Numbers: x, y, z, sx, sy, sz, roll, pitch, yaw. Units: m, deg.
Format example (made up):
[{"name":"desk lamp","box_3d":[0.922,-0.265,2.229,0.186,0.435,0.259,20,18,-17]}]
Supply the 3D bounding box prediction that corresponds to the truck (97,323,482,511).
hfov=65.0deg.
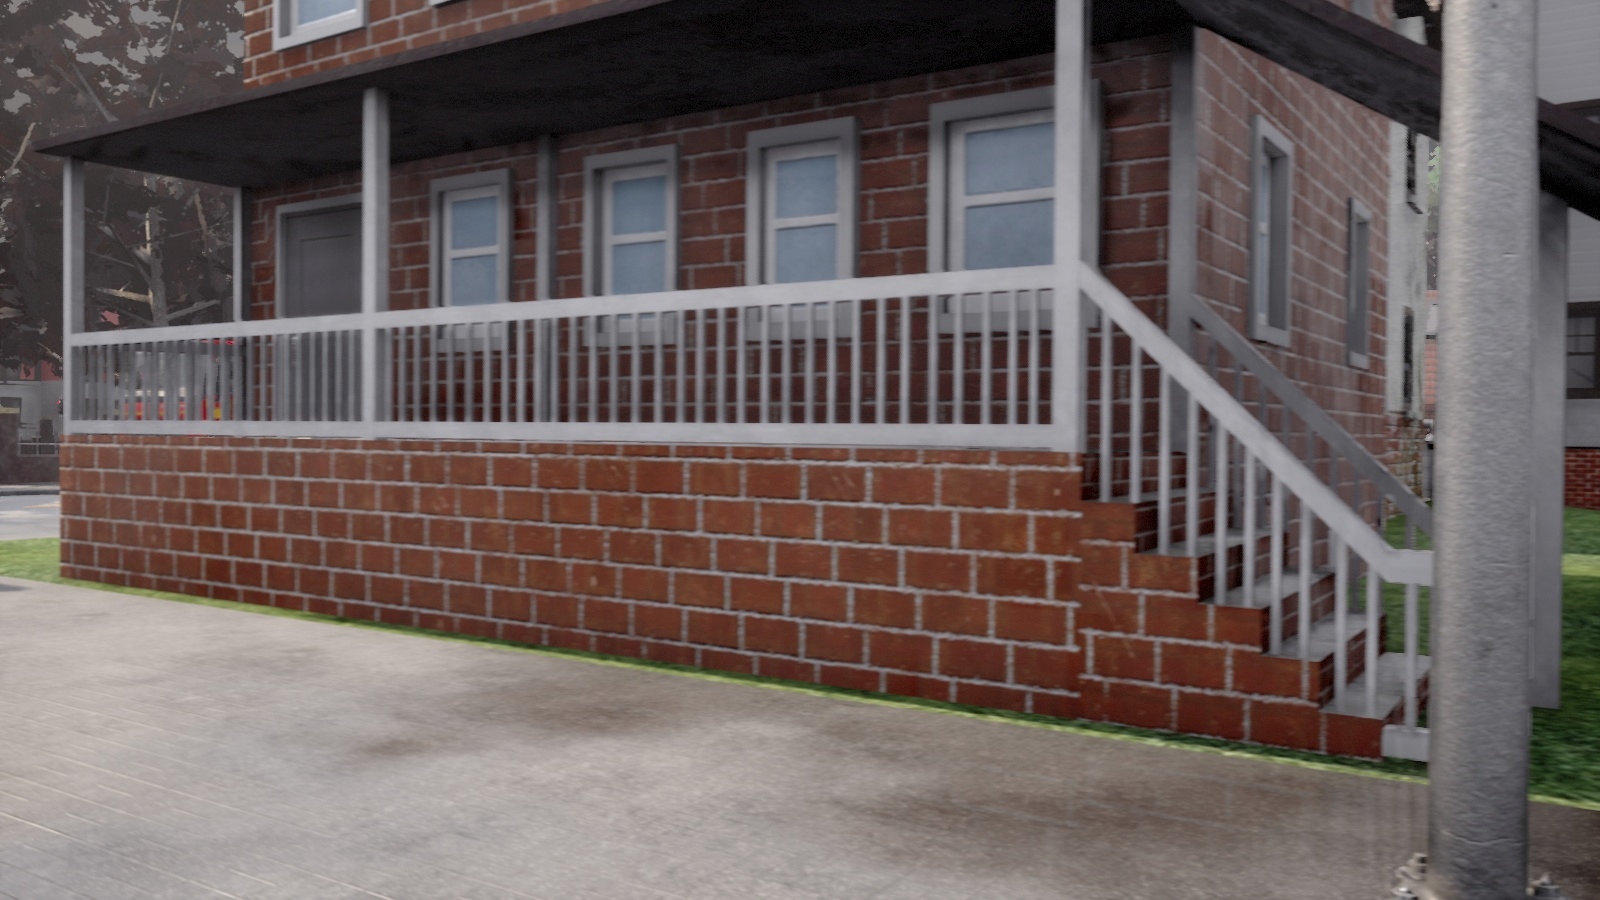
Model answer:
[{"name":"truck","box_3d":[-11.728,-0.739,29.964,2.891,3.827,8.468,0,1,30]}]
